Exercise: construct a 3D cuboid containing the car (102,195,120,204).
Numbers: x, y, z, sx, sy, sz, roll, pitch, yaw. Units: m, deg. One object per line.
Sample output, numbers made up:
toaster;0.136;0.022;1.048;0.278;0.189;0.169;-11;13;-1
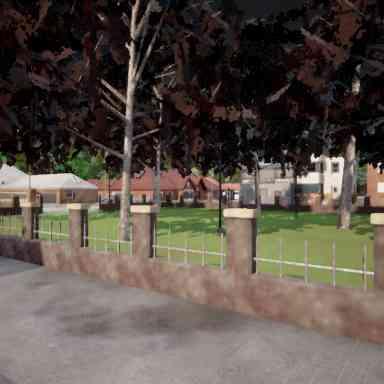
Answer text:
car;-12.880;1.362;54.310;2.097;1.767;4.553;0;0;36
